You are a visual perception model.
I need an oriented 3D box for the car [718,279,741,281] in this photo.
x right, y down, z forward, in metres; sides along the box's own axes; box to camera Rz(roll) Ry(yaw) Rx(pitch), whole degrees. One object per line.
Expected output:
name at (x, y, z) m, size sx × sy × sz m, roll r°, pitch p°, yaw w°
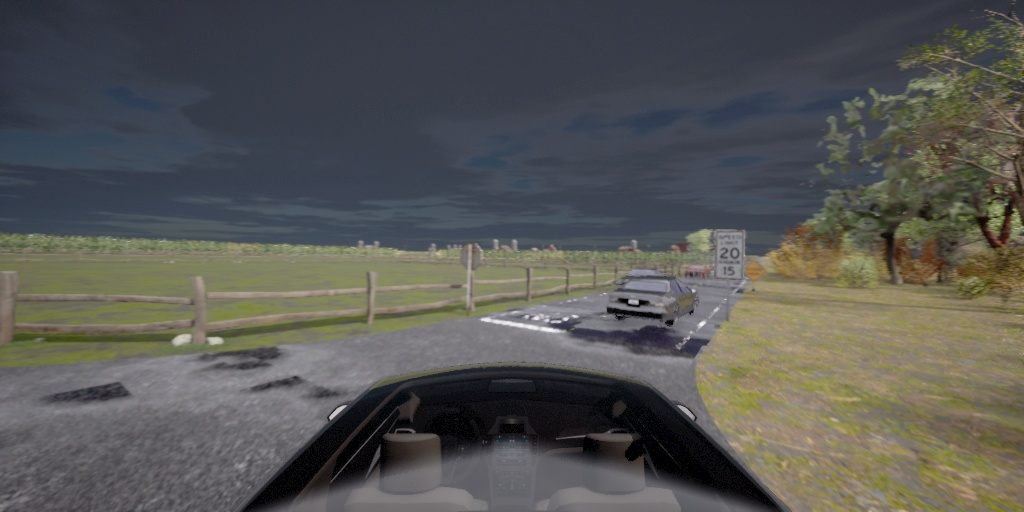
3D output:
car at (22.869, 1.567, 37.521) m, size 2.097 × 1.767 × 4.553 m, roll 2°, pitch 0°, yaw 36°

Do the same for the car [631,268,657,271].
car at (7.837, 1.435, 21.233) m, size 2.033 × 1.411 × 5.357 m, roll 2°, pitch 0°, yaw 35°

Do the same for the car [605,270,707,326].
car at (4.968, 1.392, 12.261) m, size 2.033 × 1.411 × 5.357 m, roll 2°, pitch 0°, yaw 37°

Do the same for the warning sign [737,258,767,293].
warning sign at (14.123, 1.173, 20.974) m, size 1.300 × 1.860 × 1.060 m, roll 0°, pitch 0°, yaw 35°

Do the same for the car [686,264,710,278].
car at (19.736, 1.608, 38.034) m, size 1.882 × 1.535 × 5.008 m, roll 2°, pitch 0°, yaw 36°
